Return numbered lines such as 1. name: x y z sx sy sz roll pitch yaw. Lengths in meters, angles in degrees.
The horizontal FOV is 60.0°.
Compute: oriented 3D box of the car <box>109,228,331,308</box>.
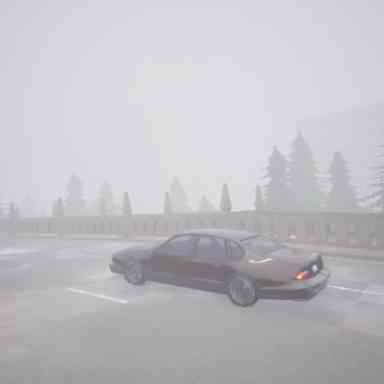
1. car: 0.393 1.605 8.016 5.357 1.411 2.033 -2 -1 36
